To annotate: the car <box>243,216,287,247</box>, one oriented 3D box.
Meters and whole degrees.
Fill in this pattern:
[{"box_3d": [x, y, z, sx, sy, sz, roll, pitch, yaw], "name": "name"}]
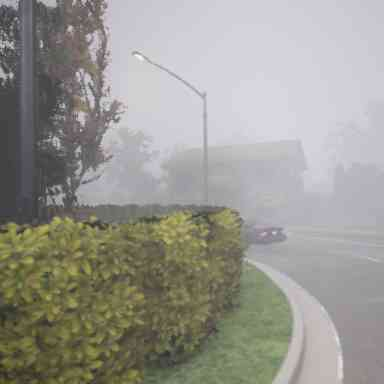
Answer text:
[{"box_3d": [2.089, 1.921, 16.639, 2.033, 1.411, 5.357, 0, -2, -38], "name": "car"}]
